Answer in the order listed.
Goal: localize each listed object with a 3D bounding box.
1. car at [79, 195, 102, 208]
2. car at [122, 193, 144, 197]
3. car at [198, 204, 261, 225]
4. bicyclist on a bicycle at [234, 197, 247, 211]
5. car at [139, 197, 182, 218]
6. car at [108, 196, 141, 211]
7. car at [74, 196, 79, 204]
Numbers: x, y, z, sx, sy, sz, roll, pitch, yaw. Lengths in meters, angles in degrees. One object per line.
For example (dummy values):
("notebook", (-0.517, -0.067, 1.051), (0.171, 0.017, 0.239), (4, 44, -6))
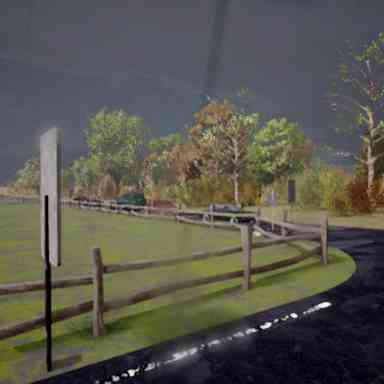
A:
("car", (-13.571, 1.482, 45.679), (1.994, 1.385, 4.181), (0, 0, -34))
("car", (-7.872, 1.121, 42.555), (2.150, 2.045, 5.566), (0, 0, -35))
("car", (2.483, 1.505, 22.430), (1.895, 1.301, 4.718), (0, 0, -35))
("bicyclist on a bicycle", (4.352, 1.319, 30.216), (1.656, 1.620, 0.582), (-1, 1, -35))
("car", (-2.702, 1.440, 29.913), (1.812, 1.442, 4.674), (0, 0, -35))
("car", (-7.888, 1.483, 37.415), (1.994, 1.385, 4.181), (0, 0, -35))
("car", (-20.208, 1.367, 60.357), (1.882, 1.535, 5.008), (0, 0, -35))
